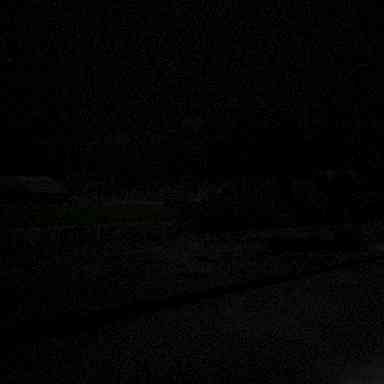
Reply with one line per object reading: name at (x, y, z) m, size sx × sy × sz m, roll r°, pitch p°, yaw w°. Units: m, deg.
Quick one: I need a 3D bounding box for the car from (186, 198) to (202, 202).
car at (0.676, 1.836, 65.307) m, size 1.882 × 1.535 × 5.008 m, roll 1°, pitch -1°, yaw -35°
